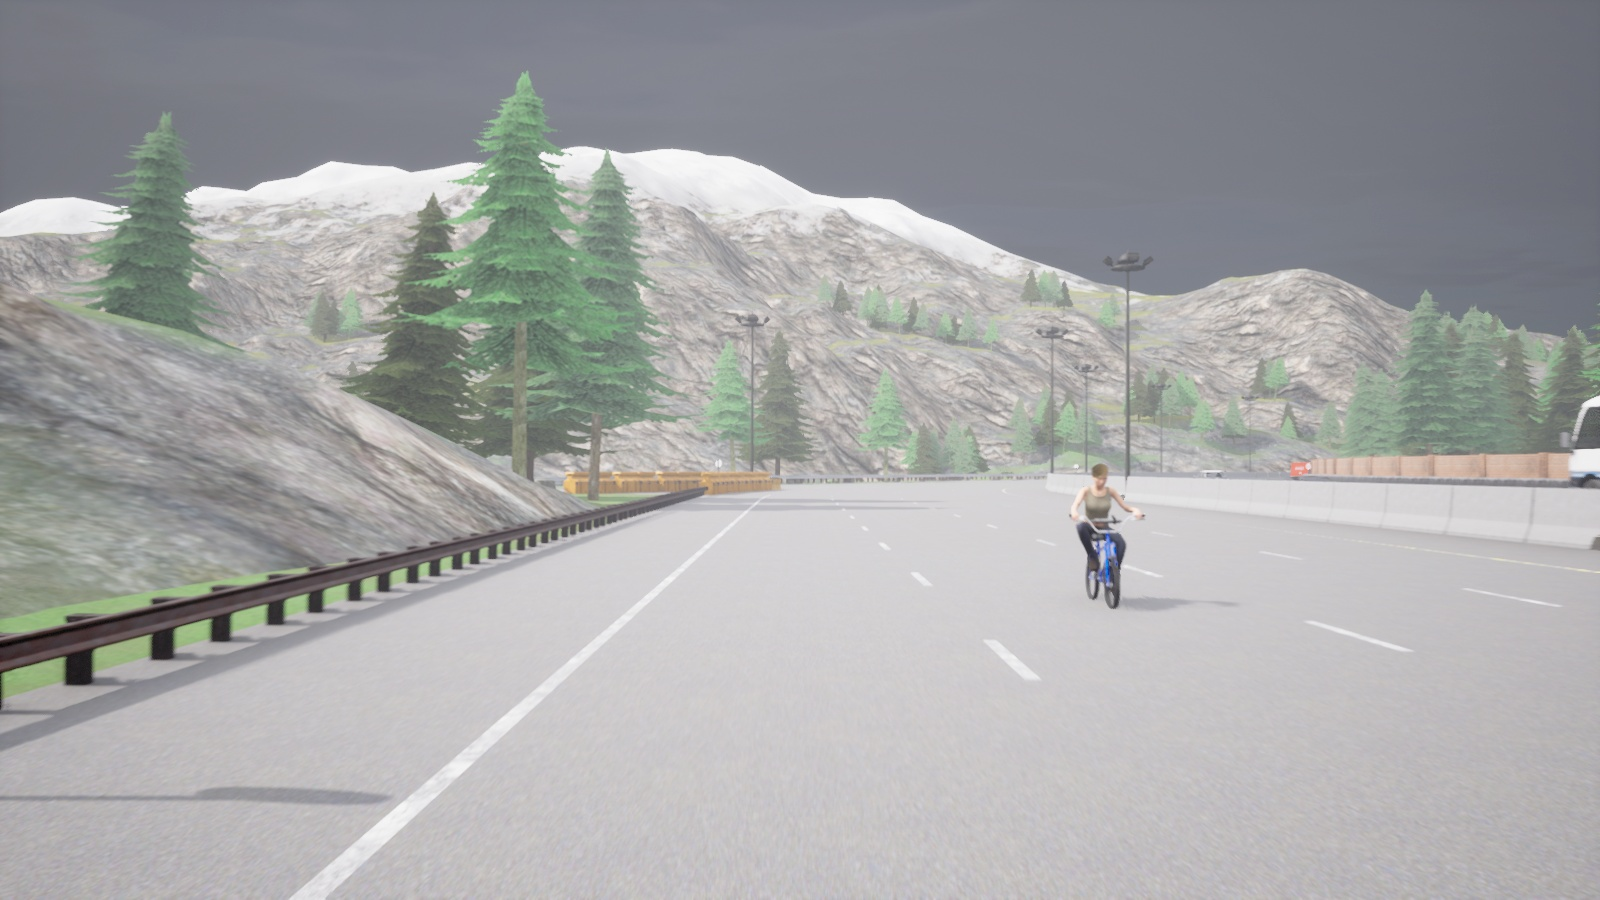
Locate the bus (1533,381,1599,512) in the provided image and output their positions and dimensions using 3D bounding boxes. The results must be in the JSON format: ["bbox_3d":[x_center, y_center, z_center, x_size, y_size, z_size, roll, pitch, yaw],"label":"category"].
[{"bbox_3d":[27.901,-0.139,39.216,3.944,4.253,10.273,0,-1,0],"label":"bus"}]

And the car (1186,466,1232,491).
[{"bbox_3d":[25.190,1.739,77.462,1.970,1.475,3.806,0,-1,6],"label":"car"}]

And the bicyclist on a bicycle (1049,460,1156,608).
[{"bbox_3d":[3.470,0.932,14.523,0.866,1.612,1.509,0,-1,0],"label":"bicyclist on a bicycle"}]

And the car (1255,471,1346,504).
[{"bbox_3d":[20.875,1.550,52.601,1.895,1.301,4.718,0,-1,0],"label":"car"}]
